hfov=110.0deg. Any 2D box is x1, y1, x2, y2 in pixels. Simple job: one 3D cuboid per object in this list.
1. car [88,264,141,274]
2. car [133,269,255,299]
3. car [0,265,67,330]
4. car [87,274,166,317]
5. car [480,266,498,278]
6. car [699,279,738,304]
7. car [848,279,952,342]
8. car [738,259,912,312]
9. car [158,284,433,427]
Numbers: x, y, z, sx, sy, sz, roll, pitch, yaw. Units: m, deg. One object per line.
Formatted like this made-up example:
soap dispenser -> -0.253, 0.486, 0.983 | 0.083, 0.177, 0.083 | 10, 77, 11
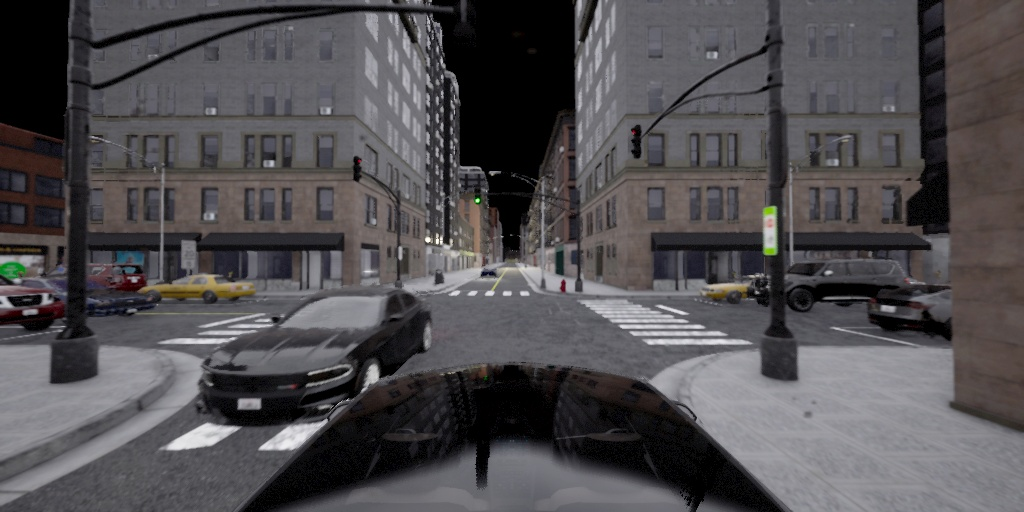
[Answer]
car -> -20.720, 1.283, 17.399 | 5.009, 1.841, 2.192 | 0, 0, 0
car -> -15.211, 1.496, 17.379 | 4.829, 1.417, 1.751 | 0, 0, 0
car -> -15.079, 1.145, 9.354 | 5.009, 1.841, 2.192 | 0, 0, 0
car -> -15.259, 1.422, 11.904 | 5.357, 1.411, 2.033 | 0, -1, 0
car -> -2.653, 1.876, 42.166 | 1.895, 1.301, 4.718 | 0, -1, 0
car -> 11.672, 1.502, 17.279 | 4.829, 1.417, 1.751 | 0, 0, 0
car -> 11.803, 1.402, 9.254 | 4.313, 1.339, 1.948 | 0, 0, 0
car -> 12.872, 1.154, 14.756 | 5.566, 2.045, 2.150 | 0, -1, 0
car -> -2.737, 1.303, 6.247 | 1.882, 1.535, 5.008 | 0, -1, 0
